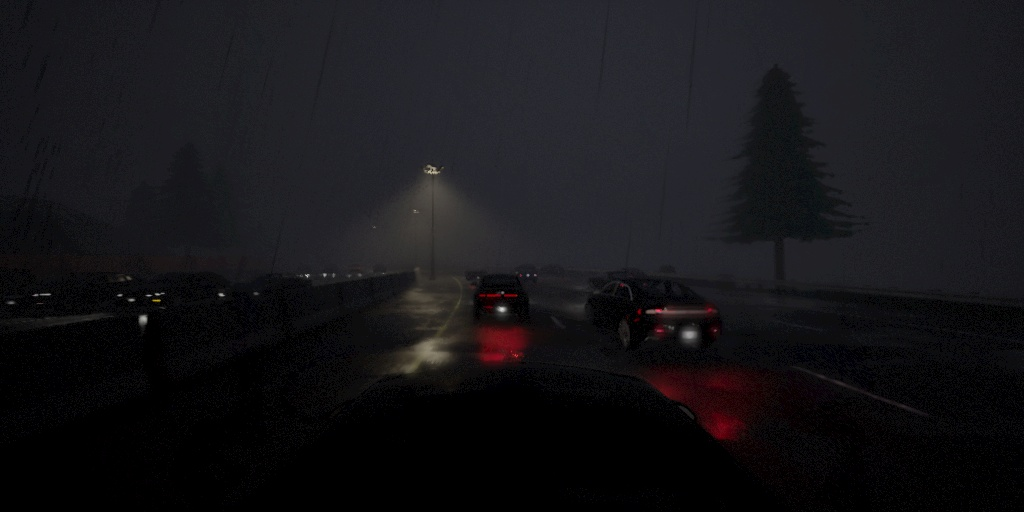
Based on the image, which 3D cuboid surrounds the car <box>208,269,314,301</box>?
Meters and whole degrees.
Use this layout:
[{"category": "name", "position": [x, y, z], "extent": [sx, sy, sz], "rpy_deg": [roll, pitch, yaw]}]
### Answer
[{"category": "car", "position": [-11.487, 1.516, 17.289], "extent": [2.033, 1.411, 5.357], "rpy_deg": [0, -1, -6]}]

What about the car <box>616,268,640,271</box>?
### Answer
[{"category": "car", "position": [5.944, 1.554, 20.682], "extent": [1.895, 1.301, 4.718], "rpy_deg": [0, -1, -6]}]

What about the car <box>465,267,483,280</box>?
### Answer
[{"category": "car", "position": [-3.701, 1.767, 36.257], "extent": [1.895, 1.301, 4.718], "rpy_deg": [0, -1, -12]}]

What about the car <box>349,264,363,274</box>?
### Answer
[{"category": "car", "position": [-24.696, 1.952, 56.870], "extent": [1.882, 1.535, 5.008], "rpy_deg": [0, -1, -21]}]

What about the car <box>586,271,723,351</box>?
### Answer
[{"category": "car", "position": [3.295, 1.321, 9.293], "extent": [2.128, 1.511, 4.902], "rpy_deg": [0, -1, -3]}]

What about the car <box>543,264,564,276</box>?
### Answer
[{"category": "car", "position": [4.974, 1.734, 45.101], "extent": [2.128, 1.511, 4.902], "rpy_deg": [0, -1, -14]}]

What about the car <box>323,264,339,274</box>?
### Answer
[{"category": "car", "position": [-27.804, 2.014, 55.267], "extent": [2.033, 1.411, 5.357], "rpy_deg": [0, -1, -20]}]

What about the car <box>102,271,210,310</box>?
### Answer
[{"category": "car", "position": [-14.929, 1.473, 16.243], "extent": [1.837, 1.490, 4.892], "rpy_deg": [0, -1, -6]}]

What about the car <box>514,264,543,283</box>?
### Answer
[{"category": "car", "position": [0.838, 1.643, 31.408], "extent": [2.033, 1.411, 5.357], "rpy_deg": [0, -1, -10]}]

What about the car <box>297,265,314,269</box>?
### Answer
[{"category": "car", "position": [-30.996, 2.020, 53.715], "extent": [1.994, 1.385, 4.181], "rpy_deg": [0, -1, -21]}]

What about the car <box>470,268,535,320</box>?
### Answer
[{"category": "car", "position": [-0.454, 1.395, 13.378], "extent": [1.837, 1.490, 4.892], "rpy_deg": [0, 0, -4]}]

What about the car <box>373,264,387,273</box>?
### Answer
[{"category": "car", "position": [-21.213, 2.020, 57.632], "extent": [2.033, 1.411, 5.357], "rpy_deg": [0, -1, -20]}]

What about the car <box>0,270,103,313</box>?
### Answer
[{"category": "car", "position": [-18.359, 1.461, 15.407], "extent": [2.128, 1.511, 4.902], "rpy_deg": [0, -1, -6]}]

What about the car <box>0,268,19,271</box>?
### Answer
[{"category": "car", "position": [-21.758, 1.317, 14.127], "extent": [2.097, 1.767, 4.553], "rpy_deg": [0, -1, -6]}]
